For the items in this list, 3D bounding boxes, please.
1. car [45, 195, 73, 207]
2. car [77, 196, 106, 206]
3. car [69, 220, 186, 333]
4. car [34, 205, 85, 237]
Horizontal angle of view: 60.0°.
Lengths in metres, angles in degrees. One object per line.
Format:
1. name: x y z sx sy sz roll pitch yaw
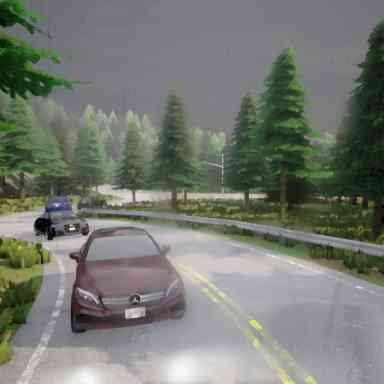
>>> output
1. car: -12.885 1.326 32.238 2.150 2.045 5.566 -1 0 -18
2. car: -12.749 1.289 42.830 2.097 1.767 4.553 2 2 13
3. car: -1.526 1.523 7.103 1.812 1.442 4.674 -2 0 -17
4. car: -7.086 1.663 17.862 1.994 1.385 4.181 -4 2 -38
